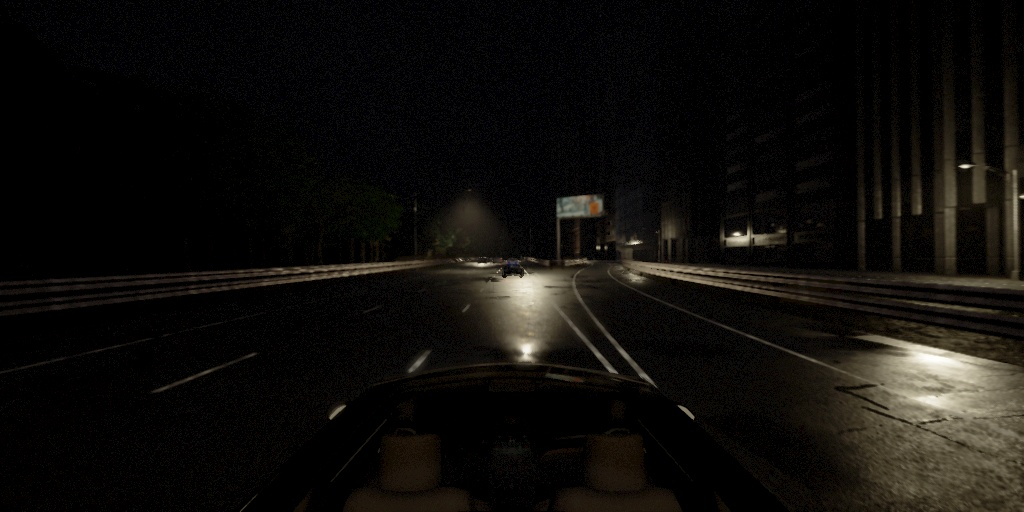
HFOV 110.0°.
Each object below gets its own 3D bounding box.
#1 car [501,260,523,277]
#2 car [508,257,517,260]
[{"bbox_3d":[0.088,1.369,35.449,1.895,1.301,4.718,0,0,0],"label":"car"},{"bbox_3d":[0.069,1.097,53.666,2.097,1.767,4.553,0,0,0],"label":"car"}]
